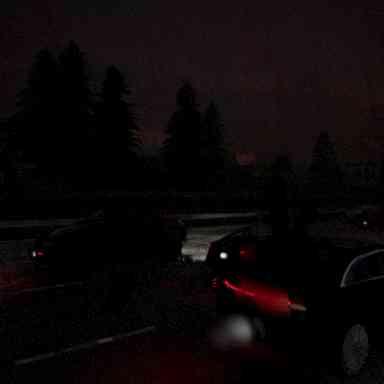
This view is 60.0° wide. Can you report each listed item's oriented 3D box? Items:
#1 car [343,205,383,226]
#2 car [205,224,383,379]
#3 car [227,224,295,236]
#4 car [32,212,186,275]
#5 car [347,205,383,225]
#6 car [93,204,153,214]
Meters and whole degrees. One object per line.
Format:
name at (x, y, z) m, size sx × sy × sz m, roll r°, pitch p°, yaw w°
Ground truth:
car at (14.421, 1.810, 26.952) m, size 4.674 × 1.442 × 1.812 m, roll 1°, pitch 0°, yaw -36°
car at (2.617, 1.546, 5.613) m, size 4.902 × 1.511 × 2.128 m, roll 1°, pitch 0°, yaw -36°
car at (2.444, 1.643, 9.789) m, size 4.181 × 1.385 × 1.994 m, roll 1°, pitch 0°, yaw -36°
car at (-2.497, 1.566, 10.563) m, size 4.674 × 1.442 × 1.812 m, roll 1°, pitch 0°, yaw -36°
car at (12.232, 1.708, 21.073) m, size 5.008 × 1.535 × 1.882 m, roll 1°, pitch 0°, yaw -36°
car at (-2.467, 1.419, 14.885) m, size 4.553 × 1.767 × 2.097 m, roll 1°, pitch 0°, yaw -36°
